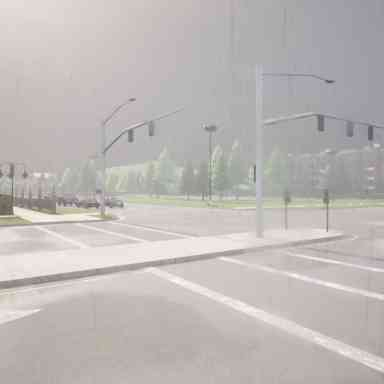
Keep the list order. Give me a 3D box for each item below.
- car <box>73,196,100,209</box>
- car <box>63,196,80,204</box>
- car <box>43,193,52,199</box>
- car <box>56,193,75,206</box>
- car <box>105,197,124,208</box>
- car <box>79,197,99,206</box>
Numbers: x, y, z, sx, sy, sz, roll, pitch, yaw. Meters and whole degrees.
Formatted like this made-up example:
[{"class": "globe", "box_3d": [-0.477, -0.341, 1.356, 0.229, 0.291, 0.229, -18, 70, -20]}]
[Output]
[{"class": "car", "box_3d": [-14.235, 1.601, 45.497, 1.895, 1.301, 4.718, 0, 0, -36]}, {"class": "car", "box_3d": [-23.000, 1.564, 63.630, 1.994, 1.385, 4.181, 0, 0, -36]}, {"class": "car", "box_3d": [-26.083, 1.221, 61.918, 2.150, 2.045, 5.566, 0, 0, -35]}, {"class": "car", "box_3d": [-19.947, 1.221, 53.372, 2.150, 2.045, 5.566, 0, 0, -36]}, {"class": "car", "box_3d": [-11.429, 1.492, 47.593, 2.128, 1.511, 4.902, 0, 0, -36]}, {"class": "car", "box_3d": [-17.191, 1.564, 55.536, 1.994, 1.385, 4.181, 0, 0, -36]}]
